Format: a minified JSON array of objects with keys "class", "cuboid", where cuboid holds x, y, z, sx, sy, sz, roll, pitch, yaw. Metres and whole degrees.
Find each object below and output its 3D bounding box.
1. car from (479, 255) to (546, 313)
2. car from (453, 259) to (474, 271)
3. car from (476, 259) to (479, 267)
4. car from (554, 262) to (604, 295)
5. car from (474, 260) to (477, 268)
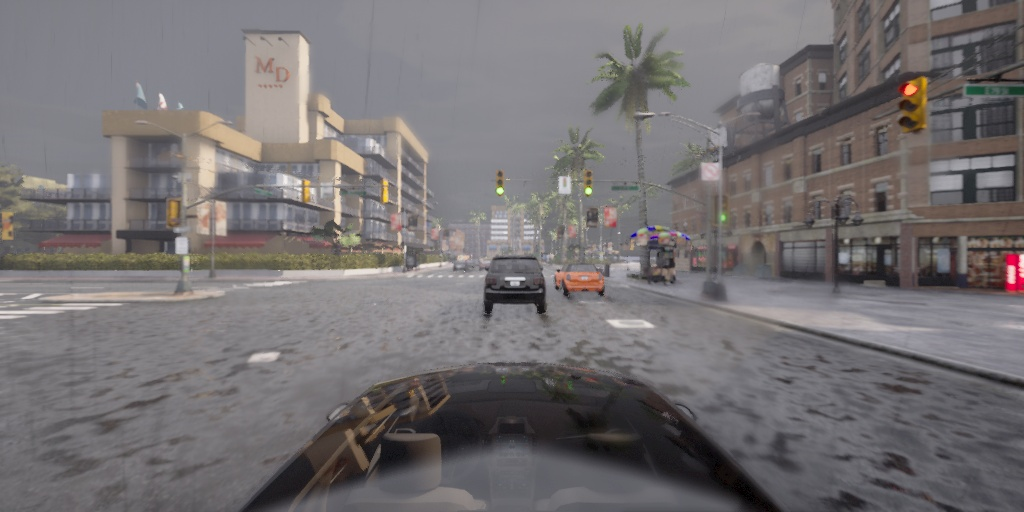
[{"class":"car","cuboid":[0.094,0.985,14.233,2.150,2.045,5.566,0,0,0]},{"class":"car","cuboid":[-7.018,1.294,49.798,2.128,1.511,4.902,0,0,0]},{"class":"car","cuboid":[-3.518,1.328,49.755,1.812,1.442,4.674,0,0,0]},{"class":"car","cuboid":[3.593,1.122,19.886,2.097,1.767,4.553,0,0,0]},{"class":"car","cuboid":[-7.022,1.361,59.209,2.033,1.411,5.357,0,0,0]}]
